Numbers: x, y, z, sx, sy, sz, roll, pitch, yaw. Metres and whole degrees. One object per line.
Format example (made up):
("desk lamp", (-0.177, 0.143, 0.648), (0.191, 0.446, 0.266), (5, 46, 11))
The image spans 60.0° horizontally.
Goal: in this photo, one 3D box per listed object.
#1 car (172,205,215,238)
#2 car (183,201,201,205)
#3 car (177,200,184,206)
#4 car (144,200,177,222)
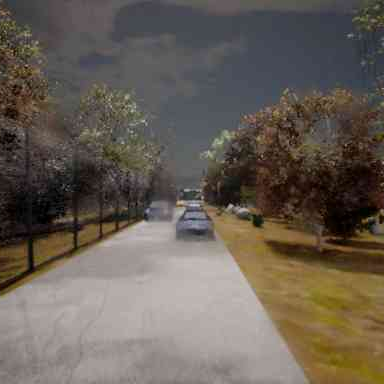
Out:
("car", (0.167, 1.639, 18.122), (1.994, 1.385, 4.181), (0, 0, 0))
("car", (0.275, 1.829, 35.685), (1.812, 1.442, 4.674), (0, -1, 0))
("car", (-2.250, 2.437, 68.968), (1.882, 1.535, 5.008), (0, -1, 1))
("car", (-2.725, 1.526, 28.233), (2.097, 1.767, 4.553), (1, -1, 0))
